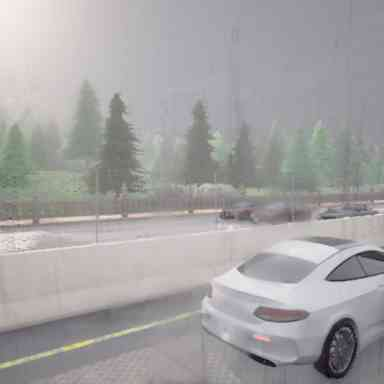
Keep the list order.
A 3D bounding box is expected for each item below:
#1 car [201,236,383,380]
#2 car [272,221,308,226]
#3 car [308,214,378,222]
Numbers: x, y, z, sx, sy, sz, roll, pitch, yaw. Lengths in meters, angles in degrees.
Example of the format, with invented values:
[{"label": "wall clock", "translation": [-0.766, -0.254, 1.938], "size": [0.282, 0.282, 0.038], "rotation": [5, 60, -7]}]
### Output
[{"label": "car", "translation": [2.287, 1.465, 5.375], "size": [4.674, 1.442, 1.812], "rotation": [-1, 1, -35]}, {"label": "car", "translation": [5.696, 1.319, 20.928], "size": [4.674, 1.442, 1.812], "rotation": [-1, 1, -35]}, {"label": "car", "translation": [8.890, 1.342, 18.904], "size": [4.181, 1.385, 1.994], "rotation": [-1, 1, -35]}]
